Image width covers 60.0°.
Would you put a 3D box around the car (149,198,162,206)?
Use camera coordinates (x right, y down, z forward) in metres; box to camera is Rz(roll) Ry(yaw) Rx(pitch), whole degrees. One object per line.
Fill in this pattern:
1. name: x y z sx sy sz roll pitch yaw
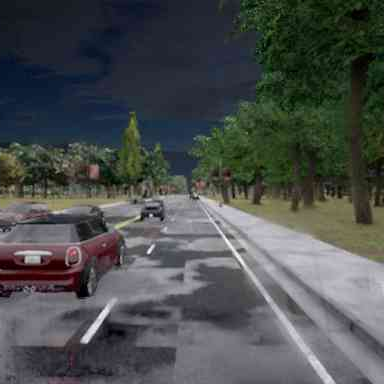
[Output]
1. car: -6.551 1.720 60.504 1.895 1.301 4.718 0 0 1

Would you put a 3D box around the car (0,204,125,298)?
1. car: -3.152 1.365 8.706 2.097 1.767 4.553 0 0 0

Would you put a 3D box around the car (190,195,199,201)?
1. car: 1.116 1.667 93.245 1.882 1.535 5.008 0 0 0

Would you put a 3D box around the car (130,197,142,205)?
1. car: -9.807 1.681 60.129 1.994 1.385 4.181 0 0 1

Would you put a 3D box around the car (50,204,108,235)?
1. car: -6.603 1.540 20.059 1.837 1.490 4.892 0 0 0

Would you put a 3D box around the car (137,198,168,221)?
1. car: -3.156 1.556 28.028 1.837 1.490 4.892 0 0 0

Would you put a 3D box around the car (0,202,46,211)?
1. car: -9.852 1.385 19.318 2.097 1.767 4.553 0 0 0
